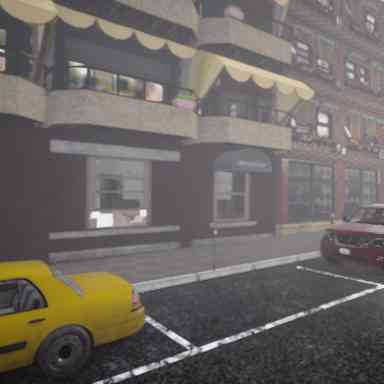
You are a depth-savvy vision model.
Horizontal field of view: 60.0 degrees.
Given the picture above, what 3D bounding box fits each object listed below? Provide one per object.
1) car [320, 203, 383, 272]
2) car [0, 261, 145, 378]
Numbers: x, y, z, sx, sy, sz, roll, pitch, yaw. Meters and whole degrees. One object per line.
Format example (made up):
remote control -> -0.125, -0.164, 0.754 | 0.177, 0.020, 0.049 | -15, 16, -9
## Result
car -> 6.211, 1.292, 10.525 | 5.009, 1.841, 2.192 | 0, 1, -36
car -> -2.959, 1.526, 3.978 | 4.829, 1.417, 1.752 | 0, 1, -36
